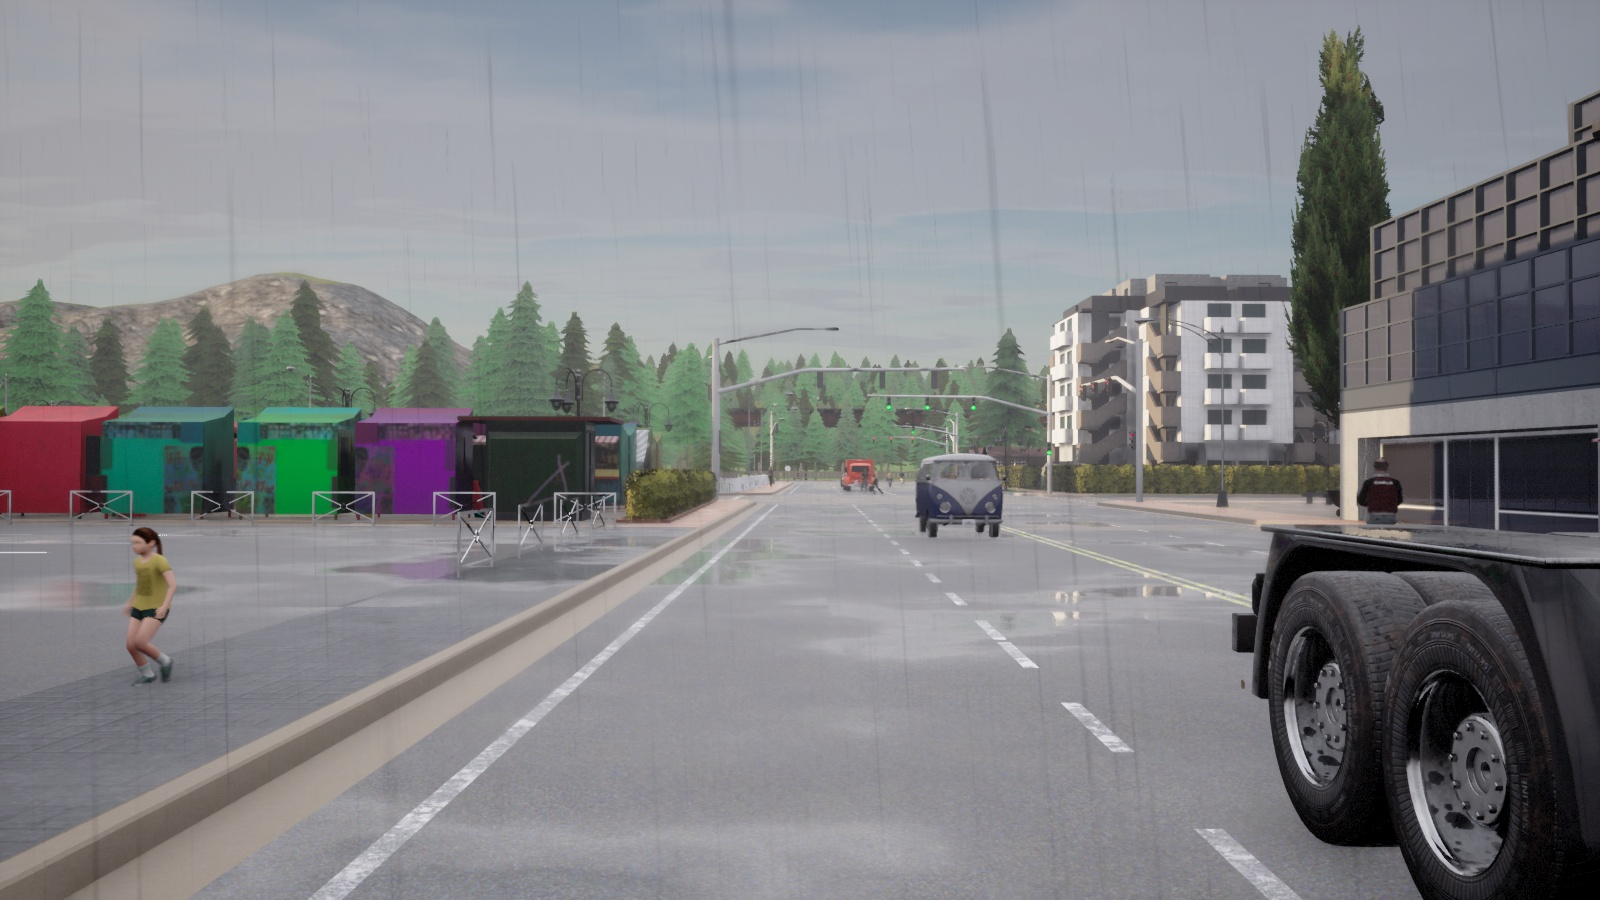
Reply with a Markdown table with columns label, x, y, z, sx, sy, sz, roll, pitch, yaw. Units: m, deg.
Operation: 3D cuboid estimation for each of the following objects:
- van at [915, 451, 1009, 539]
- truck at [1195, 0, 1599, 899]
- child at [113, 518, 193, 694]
| label | x | y | z | sx | sy | sz | roll | pitch | yaw |
| --- | --- | --- | --- | --- | --- | --- | --- | --- | --- |
| van | 3.869 | 1.066 | 30.680 | 1.775 | 1.987 | 4.442 | 0 | -1 | 1 |
| truck | 3.522 | -0.137 | 2.678 | 2.891 | 3.462 | 7.936 | 0 | -1 | 1 |
| child | -4.248 | 1.009 | 8.254 | 0.255 | 1.110 | 0.394 | -1 | -1 | 22 |
